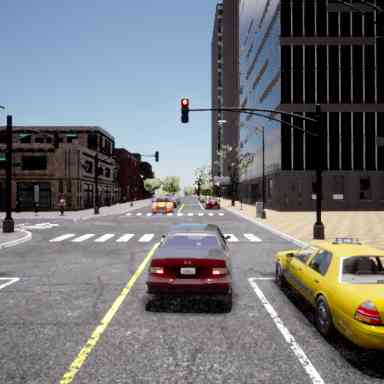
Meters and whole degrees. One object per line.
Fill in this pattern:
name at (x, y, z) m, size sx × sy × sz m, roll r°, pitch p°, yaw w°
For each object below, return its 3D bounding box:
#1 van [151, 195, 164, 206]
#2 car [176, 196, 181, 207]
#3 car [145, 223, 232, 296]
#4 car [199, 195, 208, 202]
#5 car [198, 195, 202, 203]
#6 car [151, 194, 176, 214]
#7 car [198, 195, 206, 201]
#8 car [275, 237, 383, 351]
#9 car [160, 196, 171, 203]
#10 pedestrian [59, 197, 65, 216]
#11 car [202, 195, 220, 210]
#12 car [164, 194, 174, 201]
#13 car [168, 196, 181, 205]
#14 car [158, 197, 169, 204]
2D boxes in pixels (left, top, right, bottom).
van at (-5.690, 1.361, 55.244) m, size 1.690 × 1.788 × 3.998 m, roll 1°, pitch 0°, yaw 0°
car at (-3.107, 1.618, 48.998) m, size 1.895 × 1.301 × 4.718 m, roll 0°, pitch 0°, yaw 0°
car at (0.073, 1.550, 8.835) m, size 2.033 × 1.411 × 5.357 m, roll 0°, pitch 0°, yaw 3°
car at (2.682, 1.554, 77.541) m, size 1.752 × 1.417 × 4.829 m, roll 1°, pitch 0°, yaw 0°
car at (2.683, 1.552, 72.007) m, size 1.752 × 1.417 × 4.829 m, roll 1°, pitch 0°, yaw 0°
car at (-3.107, 1.364, 35.558) m, size 2.097 × 1.767 × 4.553 m, roll 0°, pitch 0°, yaw 0°
car at (2.679, 1.578, 88.441) m, size 1.887 × 1.381 × 4.507 m, roll 1°, pitch 0°, yaw 0°
car at (2.837, 1.527, 6.384) m, size 1.752 × 1.417 × 4.829 m, roll 1°, pitch 0°, yaw 0°
car at (-5.698, 1.593, 71.847) m, size 1.947 × 1.339 × 4.313 m, roll 1°, pitch 0°, yaw 0°
pedestrian at (-12.553, 1.368, 32.153) m, size 0.375 × 1.860 × 0.375 m, roll 0°, pitch 0°, yaw 1°
car at (2.691, 1.455, 44.162) m, size 1.967 × 1.590 × 4.097 m, roll 1°, pitch 0°, yaw 0°
car at (-5.697, 1.346, 82.915) m, size 2.192 × 1.841 × 5.009 m, roll 1°, pitch 0°, yaw 0°
car at (-3.086, 1.514, 60.666) m, size 2.128 × 1.511 × 4.902 m, roll 0°, pitch 0°, yaw 0°
car at (-5.697, 1.606, 66.312) m, size 1.802 × 1.307 × 4.206 m, roll 1°, pitch 0°, yaw 0°
